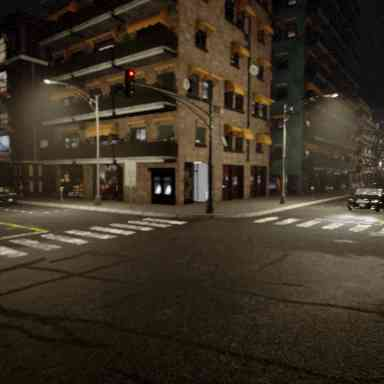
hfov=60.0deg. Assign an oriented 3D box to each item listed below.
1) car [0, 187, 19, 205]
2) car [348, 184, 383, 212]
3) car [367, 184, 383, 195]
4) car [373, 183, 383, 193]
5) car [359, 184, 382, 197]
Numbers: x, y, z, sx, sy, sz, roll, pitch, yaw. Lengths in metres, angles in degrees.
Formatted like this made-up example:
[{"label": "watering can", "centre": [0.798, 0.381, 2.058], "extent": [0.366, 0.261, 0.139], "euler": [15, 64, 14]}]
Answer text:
[{"label": "car", "centre": [-14.775, 0.275, 25.157], "extent": [4.403, 1.369, 2.008], "euler": [2, 5, 36]}, {"label": "car", "centre": [11.983, 0.469, 22.558], "extent": [2.128, 1.511, 4.902], "euler": [3, 4, 36]}, {"label": "car", "centre": [24.945, -0.410, 44.725], "extent": [1.947, 1.339, 4.313], "euler": [2, 3, 36]}, {"label": "car", "centre": [28.182, -0.634, 49.167], "extent": [1.752, 1.417, 4.829], "euler": [2, 3, 36]}, {"label": "car", "centre": [21.507, -0.255, 40.006], "extent": [1.752, 1.417, 4.829], "euler": [2, 3, 36]}]
